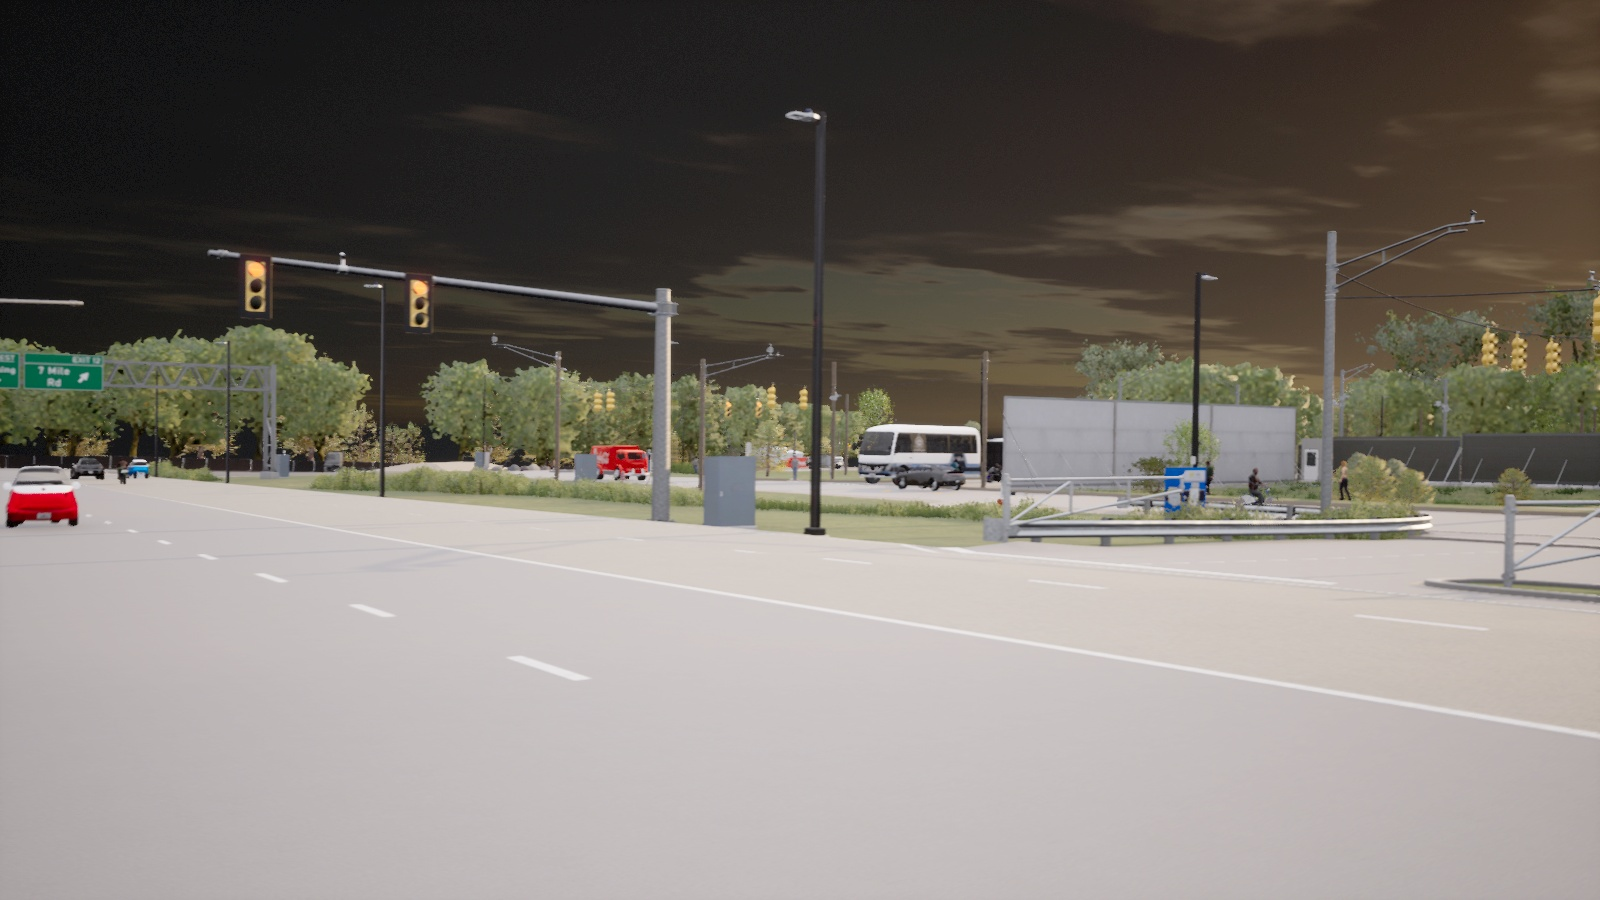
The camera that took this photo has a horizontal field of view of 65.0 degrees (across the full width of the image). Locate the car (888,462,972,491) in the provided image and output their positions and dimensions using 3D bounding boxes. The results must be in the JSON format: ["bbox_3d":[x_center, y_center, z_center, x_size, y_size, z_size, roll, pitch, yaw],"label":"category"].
[{"bbox_3d":[7.417,1.505,72.188,2.128,1.511,4.902,0,0,-34],"label":"car"}]

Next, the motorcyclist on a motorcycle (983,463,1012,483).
[{"bbox_3d":[15.041,1.750,95.687,2.191,1.530,0.866,0,1,-35],"label":"motorcyclist on a motorcycle"}]

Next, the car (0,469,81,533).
[{"bbox_3d":[-17.326,1.117,28.584,1.481,1.376,2.207,0,-1,-35],"label":"car"}]

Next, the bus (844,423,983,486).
[{"bbox_3d":[8.228,0.324,89.836,10.273,4.253,3.944,1,1,-43],"label":"bus"}]

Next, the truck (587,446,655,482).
[{"bbox_3d":[-12.738,0.981,89.050,2.627,2.467,5.204,0,0,-35],"label":"truck"}]

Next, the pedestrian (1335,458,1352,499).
[{"bbox_3d":[24.847,1.311,57.369,0.345,1.836,0.594,0,1,-35],"label":"pedestrian"}]

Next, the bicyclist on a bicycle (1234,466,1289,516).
[{"bbox_3d":[16.901,1.478,46.038,0.659,1.776,1.843,0,0,-35],"label":"bicyclist on a bicycle"}]

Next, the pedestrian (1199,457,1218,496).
[{"bbox_3d":[20.686,1.350,63.554,0.423,1.949,0.788,0,1,-32],"label":"pedestrian"}]
